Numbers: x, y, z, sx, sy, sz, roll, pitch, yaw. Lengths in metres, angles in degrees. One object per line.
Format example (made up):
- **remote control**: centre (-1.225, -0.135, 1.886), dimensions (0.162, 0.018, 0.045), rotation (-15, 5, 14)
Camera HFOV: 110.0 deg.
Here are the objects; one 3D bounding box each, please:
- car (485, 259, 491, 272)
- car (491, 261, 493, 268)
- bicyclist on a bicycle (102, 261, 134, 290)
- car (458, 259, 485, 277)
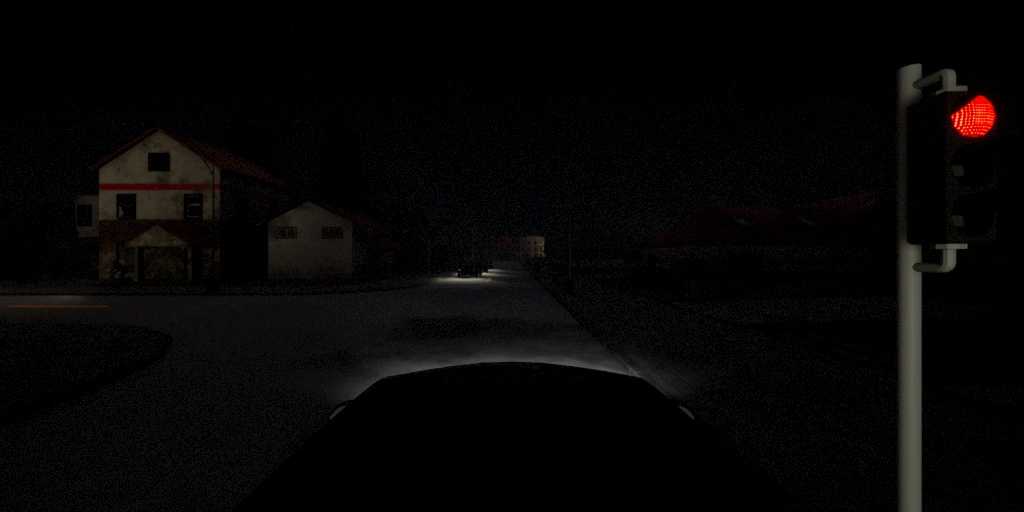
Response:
- **car**: centre (-4.055, 1.212, 44.932), dimensions (1.882, 1.535, 5.008), rotation (0, 0, 0)
- **car**: centre (-4.027, 1.208, 55.431), dimensions (1.882, 1.535, 5.008), rotation (0, 0, 0)
- **bicyclist on a bicycle**: centre (-22.523, 1.092, 20.511), dimensions (0.582, 1.620, 1.656), rotation (0, 0, 0)
- **car**: centre (-4.085, 1.216, 35.278), dimensions (1.882, 1.535, 5.008), rotation (0, 0, 2)
